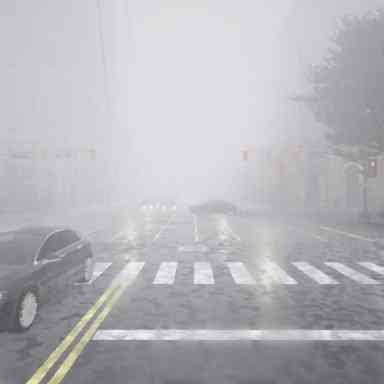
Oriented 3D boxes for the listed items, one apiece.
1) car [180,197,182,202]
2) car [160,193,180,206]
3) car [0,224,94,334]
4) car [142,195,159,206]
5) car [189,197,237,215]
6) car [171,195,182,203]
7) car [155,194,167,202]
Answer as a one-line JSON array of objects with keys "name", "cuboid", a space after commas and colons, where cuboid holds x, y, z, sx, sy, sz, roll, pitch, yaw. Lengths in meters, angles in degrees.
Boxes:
[{"name": "car", "cuboid": [-3.514, 1.221, 64.183, 2.150, 2.045, 5.566, 0, 0, 1]}, {"name": "car", "cuboid": [-3.576, 1.352, 54.974, 2.097, 1.767, 4.553, 0, 0, 0]}, {"name": "car", "cuboid": [-3.495, 1.505, 6.850, 1.837, 1.490, 4.892, 0, 0, 2]}, {"name": "car", "cuboid": [-7.075, 1.564, 55.322, 1.994, 1.385, 4.181, 0, 0, 0]}, {"name": "car", "cuboid": [2.051, 1.525, 32.918, 4.674, 1.442, 1.812, 0, 0, 0]}, {"name": "car", "cuboid": [-3.355, 1.525, 74.406, 2.128, 1.511, 4.902, 0, 0, 1]}, {"name": "car", "cuboid": [-6.860, 1.355, 73.877, 2.097, 1.767, 4.553, 0, 0, 1]}]
